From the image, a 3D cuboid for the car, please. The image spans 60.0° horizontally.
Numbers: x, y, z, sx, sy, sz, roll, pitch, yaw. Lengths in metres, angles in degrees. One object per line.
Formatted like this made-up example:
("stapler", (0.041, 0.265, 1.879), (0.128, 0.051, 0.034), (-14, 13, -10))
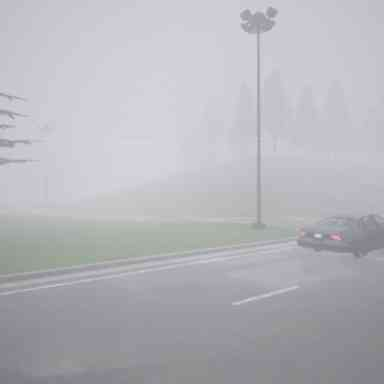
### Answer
("car", (6.227, 1.495, 12.491), (5.357, 1.411, 2.033), (0, 0, -35))
